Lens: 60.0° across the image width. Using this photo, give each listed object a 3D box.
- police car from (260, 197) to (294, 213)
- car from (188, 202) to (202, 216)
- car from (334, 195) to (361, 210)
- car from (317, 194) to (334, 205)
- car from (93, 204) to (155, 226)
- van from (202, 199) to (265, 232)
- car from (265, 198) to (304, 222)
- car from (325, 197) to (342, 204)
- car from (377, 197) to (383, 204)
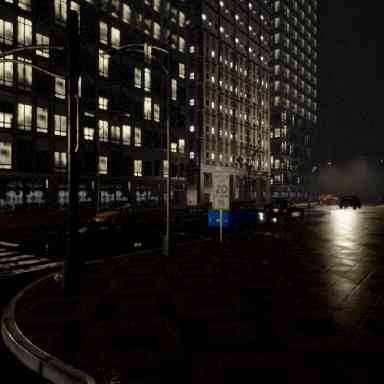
[{"bbox_3d":[9.967,1.459,38.689,1.930,1.638,5.238,0,0,38],"label":"police car"},{"bbox_3d":[1.342,1.604,31.711,1.802,1.307,4.206,0,0,38],"label":"car"},{"bbox_3d":[21.175,1.369,44.518,2.192,1.841,5.009,0,0,38],"label":"car"},{"bbox_3d":[25.132,1.381,62.548,2.192,1.841,5.009,0,0,38],"label":"car"},{"bbox_3d":[-4.774,1.540,23.995,1.752,1.417,4.829,0,0,38],"label":"car"},{"bbox_3d":[2.612,1.368,20.273,1.690,1.788,3.998,0,0,38],"label":"van"},{"bbox_3d":[7.581,1.472,26.897,1.967,1.590,4.097,0,0,38],"label":"car"},{"bbox_3d":[28.530,1.625,66.953,2.008,1.369,4.403,0,0,38],"label":"car"},{"bbox_3d":[38.167,1.658,66.543,1.947,1.339,4.313,0,0,38],"label":"car"}]
